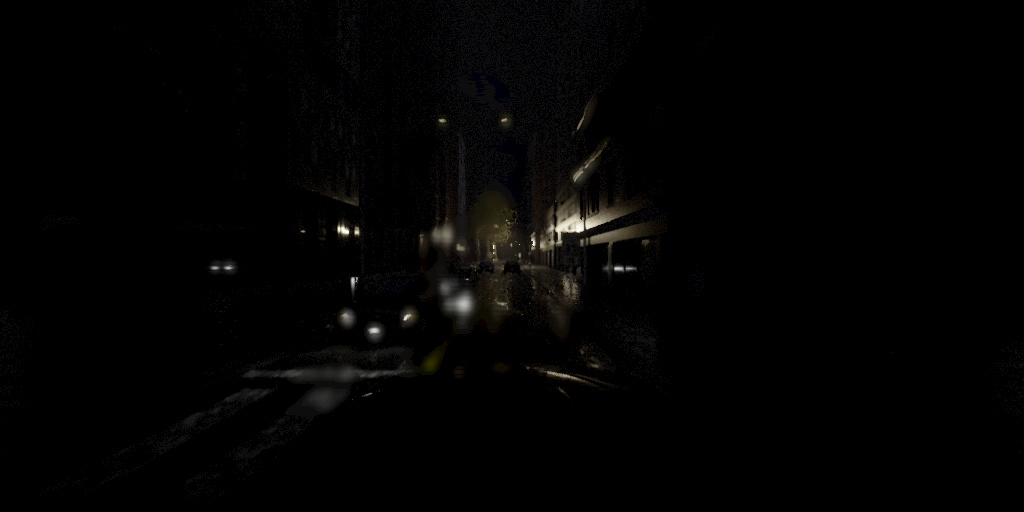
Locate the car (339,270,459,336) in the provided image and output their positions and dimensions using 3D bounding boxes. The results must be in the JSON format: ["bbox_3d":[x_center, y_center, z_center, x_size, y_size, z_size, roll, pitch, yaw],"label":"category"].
[{"bbox_3d":[-3.094,1.309,10.744,2.033,1.411,5.357,0,0,0],"label":"car"}]

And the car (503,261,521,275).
[{"bbox_3d":[0.002,1.300,41.330,1.882,1.535,5.008,0,0,0],"label":"car"}]

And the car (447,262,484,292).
[{"bbox_3d":[-3.096,1.271,21.631,2.128,1.511,4.902,0,0,0],"label":"car"}]

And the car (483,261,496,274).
[{"bbox_3d":[-3.036,1.344,42.289,1.812,1.442,4.674,0,0,1],"label":"car"}]
